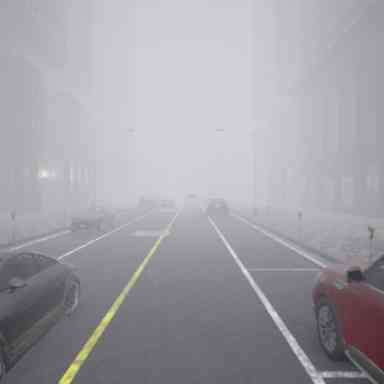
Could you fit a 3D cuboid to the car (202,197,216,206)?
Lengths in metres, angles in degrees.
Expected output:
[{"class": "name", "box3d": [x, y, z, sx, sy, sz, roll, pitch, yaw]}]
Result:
[{"class": "car", "box3d": [2.761, 1.549, 53.616, 2.008, 1.369, 4.403, 0, 0, 0]}]

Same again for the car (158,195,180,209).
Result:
[{"class": "car", "box3d": [-3.090, 1.544, 45.317, 2.033, 1.411, 5.357, 0, 0, 0]}]

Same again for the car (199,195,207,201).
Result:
[{"class": "car", "box3d": [2.762, 1.569, 87.434, 1.947, 1.339, 4.313, 0, 0, 0]}]

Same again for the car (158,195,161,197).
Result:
[{"class": "car", "box3d": [-5.764, 1.563, 47.969, 1.947, 1.339, 4.313, 0, 0, 0]}]

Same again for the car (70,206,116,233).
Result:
[{"class": "car", "box3d": [-5.764, 1.539, 19.785, 1.887, 1.381, 4.507, 0, 0, 0]}]

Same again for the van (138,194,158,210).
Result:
[{"class": "van", "box3d": [-5.765, 1.337, 42.332, 1.690, 1.788, 3.998, 0, 0, 0]}]

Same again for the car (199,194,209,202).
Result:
[{"class": "car", "box3d": [2.761, 1.316, 76.162, 2.192, 1.841, 5.009, 0, 0, 0]}]

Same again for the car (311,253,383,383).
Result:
[{"class": "car", "box3d": [2.760, 1.314, 2.889, 2.192, 1.841, 5.009, 0, 0, 0]}]

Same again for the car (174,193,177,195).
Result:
[{"class": "car", "box3d": [-5.764, 1.443, 87.426, 1.967, 1.590, 4.097, 0, 0, 0]}]

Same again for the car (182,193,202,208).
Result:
[{"class": "car", "box3d": [0.001, 1.219, 49.704, 2.150, 2.045, 5.566, 0, 0, 0]}]

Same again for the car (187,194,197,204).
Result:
[{"class": "car", "box3d": [0.002, 1.364, 66.837, 2.097, 1.767, 4.553, 0, 0, 0]}]

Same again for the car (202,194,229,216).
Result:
[{"class": "car", "box3d": [2.388, 1.348, 32.355, 2.097, 1.767, 4.553, 0, 0, 0]}]

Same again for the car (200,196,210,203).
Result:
[{"class": "car", "box3d": [2.762, 1.566, 70.525, 1.947, 1.339, 4.313, 0, 0, 0]}]

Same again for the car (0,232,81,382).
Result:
[{"class": "car", "box3d": [-3.101, 1.562, 4.658, 1.994, 1.385, 4.181, 0, 0, 0]}]
